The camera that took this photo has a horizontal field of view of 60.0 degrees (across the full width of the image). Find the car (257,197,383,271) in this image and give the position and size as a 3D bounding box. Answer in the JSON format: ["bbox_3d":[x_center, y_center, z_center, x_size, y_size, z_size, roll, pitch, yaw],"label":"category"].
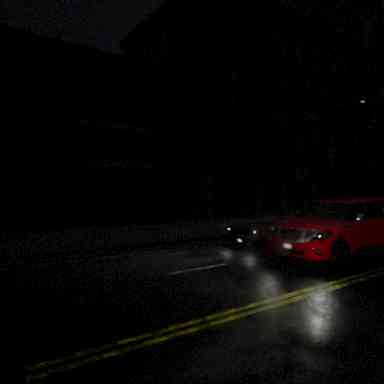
[{"bbox_3d":[5.016,1.205,11.257,5.566,2.045,2.150,0,0,-35],"label":"car"}]

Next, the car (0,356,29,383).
[{"bbox_3d":[-3.188,1.494,1.166,4.902,1.511,2.128,0,0,-36],"label":"car"}]

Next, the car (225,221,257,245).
[{"bbox_3d":[3.671,1.583,14.288,4.718,1.301,1.895,0,0,-35],"label":"car"}]
